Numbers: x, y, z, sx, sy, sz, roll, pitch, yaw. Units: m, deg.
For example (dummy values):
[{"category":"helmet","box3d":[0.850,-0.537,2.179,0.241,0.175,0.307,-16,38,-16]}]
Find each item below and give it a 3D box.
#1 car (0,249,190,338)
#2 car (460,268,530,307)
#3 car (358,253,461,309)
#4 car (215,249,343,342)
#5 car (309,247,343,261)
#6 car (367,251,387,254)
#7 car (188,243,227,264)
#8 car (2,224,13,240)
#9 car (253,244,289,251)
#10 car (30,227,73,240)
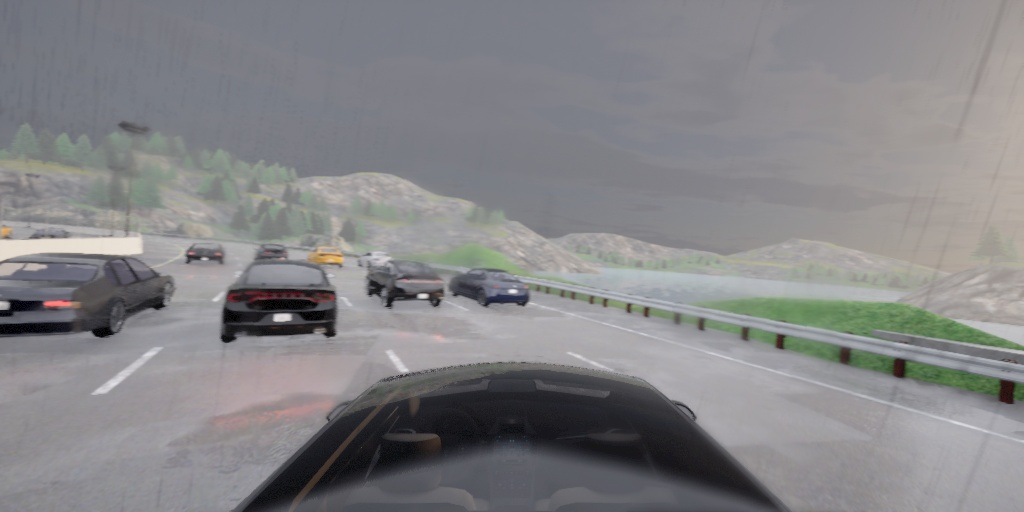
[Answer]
[{"category":"car","box3d":[-8.569,0.640,7.170,2.033,1.411,5.357,4,0,-31]},{"category":"car","box3d":[-1.042,1.175,14.795,1.994,1.385,4.181,4,0,-32]},{"category":"car","box3d":[-3.967,0.896,12.905,2.128,1.511,4.902,4,0,-32]},{"category":"car","box3d":[-5.225,0.811,8.328,1.882,1.535,5.008,4,0,-31]},{"category":"car","box3d":[-14.665,0.025,28.130,1.882,1.535,5.008,4,0,-37]},{"category":"car","box3d":[-11.054,0.334,29.128,1.812,1.442,4.674,4,0,-38]},{"category":"car","box3d":[-19.697,-0.200,23.239,1.895,1.301,4.718,4,0,-38]},{"category":"car","box3d":[-44.737,-2.179,30.619,1.882,1.535,5.008,4,0,-45]},{"category":"car","box3d":[-17.330,-0.134,25.864,1.837,1.490,4.892,4,0,-37]},{"category":"car","box3d":[-42.117,-1.927,32.929,1.994,1.385,4.181,4,0,-45]}]
